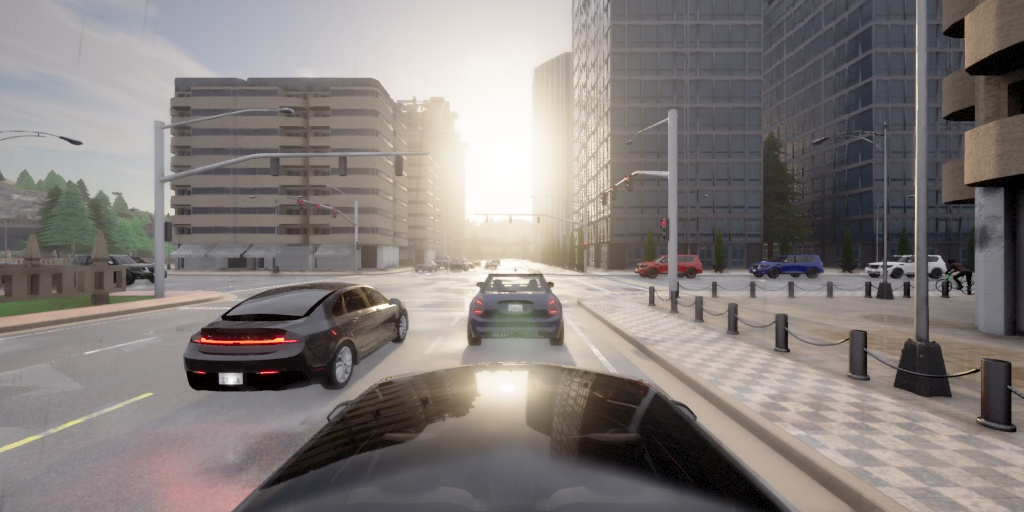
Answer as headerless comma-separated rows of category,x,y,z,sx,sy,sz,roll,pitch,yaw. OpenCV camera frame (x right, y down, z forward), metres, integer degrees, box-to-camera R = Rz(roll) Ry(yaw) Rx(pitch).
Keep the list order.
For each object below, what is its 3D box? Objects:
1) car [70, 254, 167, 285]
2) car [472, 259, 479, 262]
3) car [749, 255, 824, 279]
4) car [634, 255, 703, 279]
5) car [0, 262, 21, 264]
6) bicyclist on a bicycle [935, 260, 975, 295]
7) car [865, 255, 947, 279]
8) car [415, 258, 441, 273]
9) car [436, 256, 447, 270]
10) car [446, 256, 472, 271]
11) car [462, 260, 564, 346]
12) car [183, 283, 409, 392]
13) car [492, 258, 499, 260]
car,-27.311,0.916,24.866,5.566,2.045,2.150,0,0,3
car,-7.006,1.297,57.652,2.033,1.411,5.357,0,0,0
car,24.034,0.916,31.442,5.566,2.045,2.150,0,0,1
car,13.714,0.916,31.515,5.566,2.045,2.150,0,0,0
car,-37.622,1.199,26.577,4.892,1.490,1.837,0,0,18
bicyclist on a bicycle,21.022,0.996,16.981,0.582,1.620,1.656,0,0,0
car,34.396,0.916,31.372,5.566,2.045,2.150,0,0,0
car,-10.578,1.276,44.599,1.812,1.442,4.674,0,0,1
car,-10.521,0.971,54.305,2.150,2.045,5.566,0,0,0
car,-7.033,1.102,48.181,2.097,1.767,4.553,0,0,0
car,0.092,1.102,9.585,2.097,1.767,4.553,0,0,0
car,-3.425,1.255,6.814,1.837,1.490,4.892,0,0,0
car,-3.316,1.350,58.881,1.895,1.301,4.718,0,0,0
